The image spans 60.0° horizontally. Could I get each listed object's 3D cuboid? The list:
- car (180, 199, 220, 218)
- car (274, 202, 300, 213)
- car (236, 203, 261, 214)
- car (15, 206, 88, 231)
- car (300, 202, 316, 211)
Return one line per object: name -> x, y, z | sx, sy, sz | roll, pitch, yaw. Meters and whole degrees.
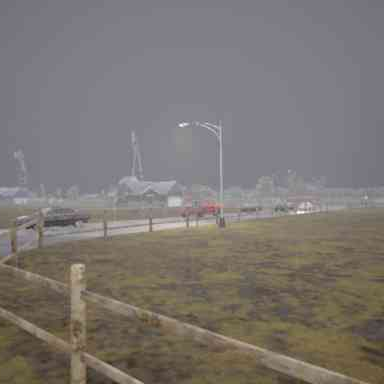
car -> 0.981, 1.772, 36.879 | 2.150, 2.045, 5.566 | -2, -2, 35
car -> 13.438, 2.238, 47.919 | 1.837, 1.490, 4.892 | -2, -2, 36
car -> 7.950, 2.231, 46.569 | 1.882, 1.535, 5.008 | -2, -1, 36
car -> -9.406, 1.764, 22.502 | 1.837, 1.490, 4.892 | -2, -2, 38
car -> 19.455, 2.450, 56.324 | 1.812, 1.442, 4.674 | -2, -2, 36
